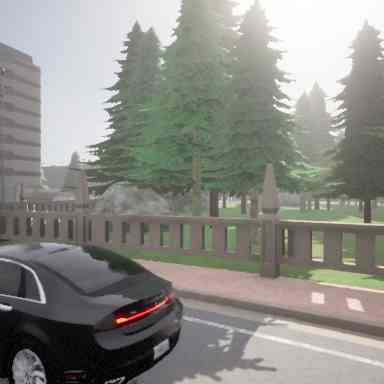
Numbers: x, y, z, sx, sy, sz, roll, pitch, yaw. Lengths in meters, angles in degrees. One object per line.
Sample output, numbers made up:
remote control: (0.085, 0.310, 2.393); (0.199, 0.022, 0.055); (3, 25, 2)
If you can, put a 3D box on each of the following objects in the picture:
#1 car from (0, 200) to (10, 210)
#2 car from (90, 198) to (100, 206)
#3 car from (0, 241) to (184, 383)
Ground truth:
car: (-22.864, 1.603, 38.219); (2.033, 1.411, 5.357); (0, 0, 21)
car: (-15.363, 1.279, 57.101); (2.150, 2.045, 5.566); (0, 0, 22)
car: (-2.469, 1.504, 4.865); (4.892, 1.490, 1.837); (0, 0, 28)
